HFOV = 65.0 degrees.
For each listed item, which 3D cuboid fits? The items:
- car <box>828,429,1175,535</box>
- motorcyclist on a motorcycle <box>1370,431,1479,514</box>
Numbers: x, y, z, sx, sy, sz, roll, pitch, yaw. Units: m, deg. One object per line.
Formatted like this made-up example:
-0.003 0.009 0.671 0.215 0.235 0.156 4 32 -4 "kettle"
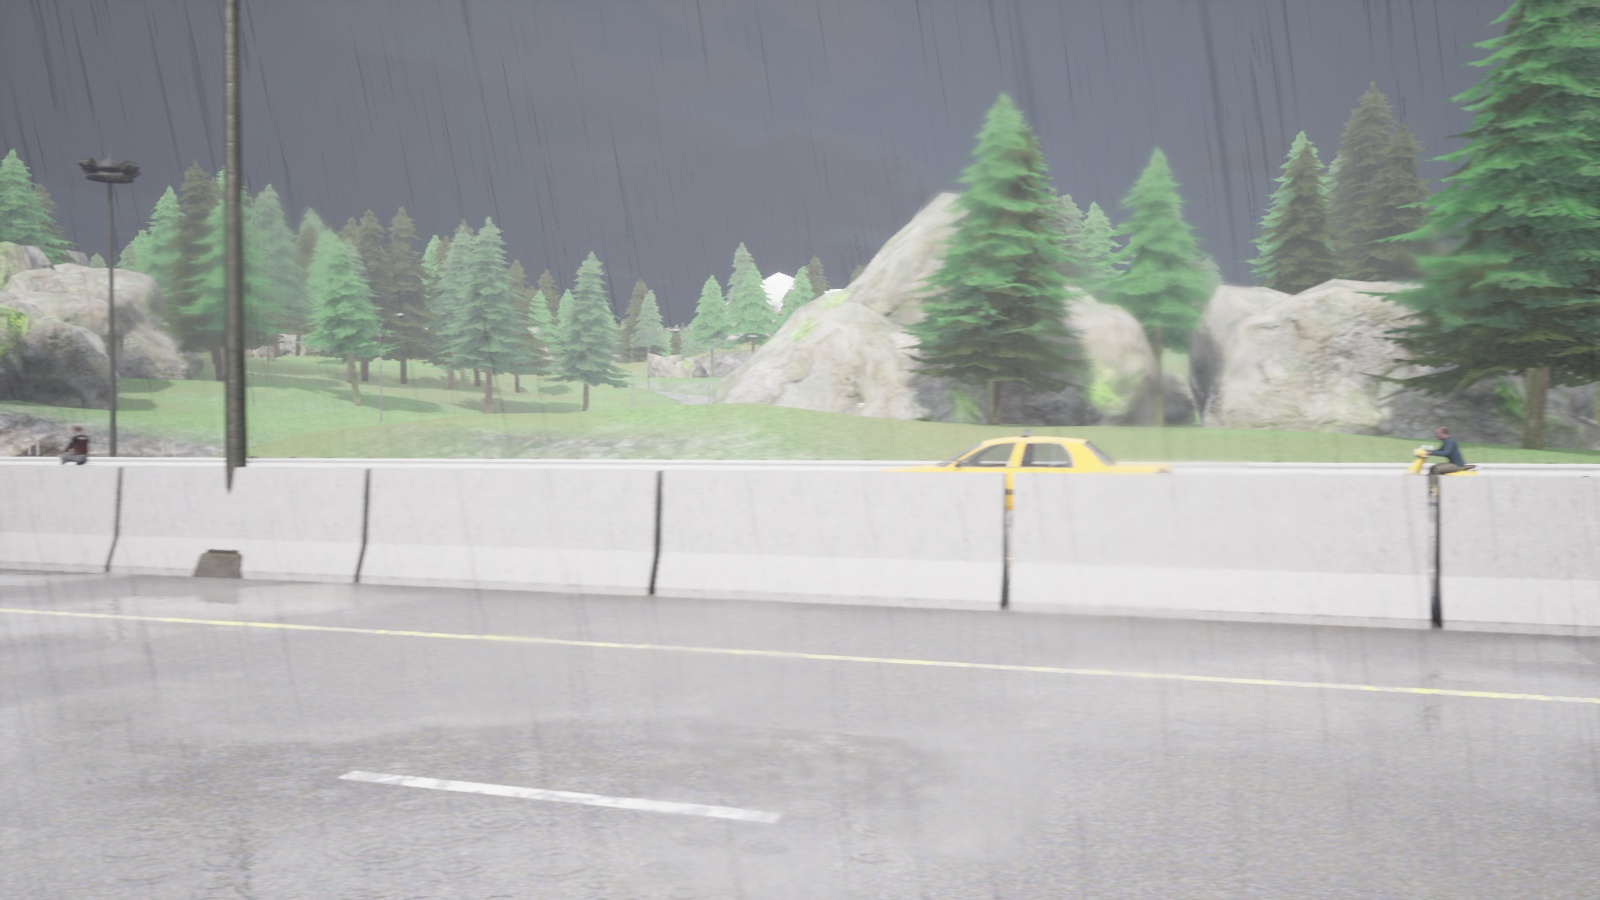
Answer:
3.293 0.449 20.547 5.366 1.575 1.801 1 1 19 "car"
12.352 0.428 24.884 1.817 1.590 0.866 1 1 19 "motorcyclist on a motorcycle"
